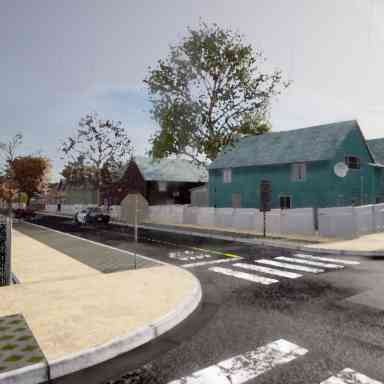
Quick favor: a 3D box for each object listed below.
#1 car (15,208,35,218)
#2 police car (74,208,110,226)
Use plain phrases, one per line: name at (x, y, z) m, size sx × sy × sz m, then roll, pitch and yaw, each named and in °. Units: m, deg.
car at (-22.317, 2.780, 44.407) m, size 1.895 × 1.301 × 4.718 m, roll 1°, pitch -2°, yaw -35°
police car at (-9.372, 2.248, 30.766) m, size 2.038 × 1.542 × 4.974 m, roll 1°, pitch -2°, yaw -35°
